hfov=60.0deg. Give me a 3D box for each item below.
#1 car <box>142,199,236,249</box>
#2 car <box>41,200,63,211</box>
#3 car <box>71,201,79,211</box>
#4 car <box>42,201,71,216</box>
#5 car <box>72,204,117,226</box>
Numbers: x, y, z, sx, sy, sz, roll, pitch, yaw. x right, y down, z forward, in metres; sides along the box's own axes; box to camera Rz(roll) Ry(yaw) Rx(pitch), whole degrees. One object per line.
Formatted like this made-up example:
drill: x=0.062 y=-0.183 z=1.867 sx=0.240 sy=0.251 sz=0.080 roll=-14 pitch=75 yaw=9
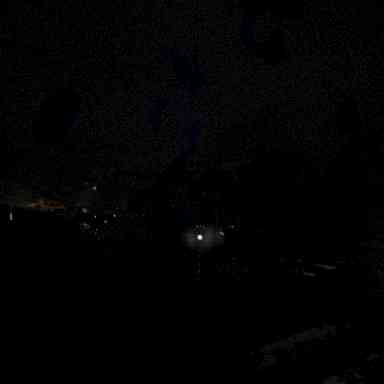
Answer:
car: x=-0.373 y=1.370 z=15.776 sx=2.150 sy=2.045 sz=5.566 roll=0 pitch=0 yaw=-35
car: x=-21.524 y=2.035 z=50.863 sx=2.033 sy=1.411 sz=5.357 roll=0 pitch=-1 yaw=-35
car: x=-15.563 y=1.914 z=42.443 sx=1.837 sy=1.490 sz=4.892 roll=0 pitch=-1 yaw=-34
car: x=-15.523 y=1.839 z=37.391 sx=1.882 sy=1.535 sz=5.008 roll=0 pitch=0 yaw=-35
car: x=-7.539 y=1.853 z=25.972 sx=1.895 sy=1.301 sz=4.718 roll=0 pitch=-1 yaw=-35
